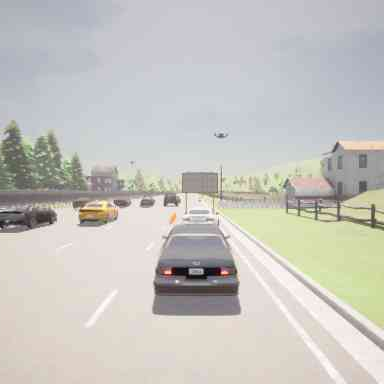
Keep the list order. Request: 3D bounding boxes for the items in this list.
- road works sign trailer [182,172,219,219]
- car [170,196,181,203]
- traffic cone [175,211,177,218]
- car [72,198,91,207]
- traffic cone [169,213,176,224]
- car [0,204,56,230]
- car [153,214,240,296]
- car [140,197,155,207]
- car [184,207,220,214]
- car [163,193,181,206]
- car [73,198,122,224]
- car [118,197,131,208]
[{"bbox_3d":[0.511,0.464,22.059,2.380,3.560,2.880,0,0,-4],"label":"road works sign trailer"},{"bbox_3d":[-3.319,1.564,68.547,1.994,1.385,4.181,0,0,0],"label":"car"},{"bbox_3d":[-1.458,1.955,25.151,0.340,0.580,0.340,0,0,0],"label":"traffic cone"},{"bbox_3d":[-13.849,1.478,43.107,1.882,1.535,5.008,0,0,0],"label":"car"},{"bbox_3d":[-1.460,1.955,23.151,0.340,0.580,0.340,0,0,0],"label":"traffic cone"},{"bbox_3d":[-10.374,1.490,21.253,2.128,1.511,4.902,0,0,0],"label":"car"},{"bbox_3d":[0.108,1.547,8.795,2.033,1.411,5.357,0,0,1],"label":"car"},{"bbox_3d":[-6.839,1.492,51.691,2.128,1.511,4.902,0,0,0],"label":"car"},{"bbox_3d":[0.517,1.538,18.445,1.812,1.442,4.674,0,-1,6],"label":"car"},{"bbox_3d":[-3.337,1.221,53.331,2.150,2.045,5.566,0,0,0],"label":"car"},{"bbox_3d":[-6.871,1.477,24.830,1.882,1.535,5.008,0,0,0],"label":"car"},{"bbox_3d":[-10.342,1.477,49.621,1.882,1.535,5.008,0,0,0],"label":"car"}]
